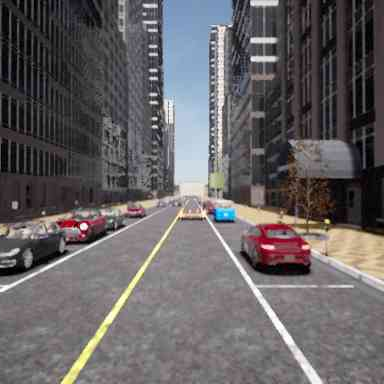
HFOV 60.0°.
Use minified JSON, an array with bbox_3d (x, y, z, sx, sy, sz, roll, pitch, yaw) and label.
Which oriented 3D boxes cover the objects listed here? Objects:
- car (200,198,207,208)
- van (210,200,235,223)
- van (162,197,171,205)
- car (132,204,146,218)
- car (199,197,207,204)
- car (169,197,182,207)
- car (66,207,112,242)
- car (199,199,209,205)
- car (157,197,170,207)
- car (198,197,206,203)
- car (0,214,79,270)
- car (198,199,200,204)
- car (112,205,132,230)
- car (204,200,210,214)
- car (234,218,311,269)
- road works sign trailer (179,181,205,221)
[{"bbox_3d":[2.703,2.113,56.797,1.802,1.307,4.206,0,-1,0],"label":"car"},{"bbox_3d":[2.696,1.613,28.338,1.690,1.788,3.998,0,-1,0],"label":"van"},{"bbox_3d":[-5.674,2.017,73.881,1.690,1.788,3.998,0,0,0],"label":"van"},{"bbox_3d":[-5.683,1.906,34.032,1.802,1.307,4.206,0,-1,0],"label":"car"},{"bbox_3d":[2.709,2.204,85.259,1.967,1.590,4.097,0,0,0],"label":"car"},{"bbox_3d":[-3.006,2.104,65.244,2.128,1.511,4.902,0,0,1],"label":"car"},{"bbox_3d":[-5.687,1.608,16.958,1.967,1.590,4.097,0,-1,0],"label":"car"},{"bbox_3d":[2.707,2.227,73.874,2.008,1.369,4.403,0,0,0],"label":"car"},{"bbox_3d":[-5.677,2.133,62.495,2.008,1.369,4.403,0,-1,0],"label":"car"},{"bbox_3d":[2.710,2.247,90.951,1.967,1.590,4.097,0,0,0],"label":"car"},{"bbox_3d":[-5.688,1.665,11.264,2.008,1.369,4.403,0,-1,0],"label":"car"},{"bbox_3d":[2.705,2.181,68.181,2.008,1.369,4.403,0,0,0],"label":"car"},{"bbox_3d":[-5.686,1.770,22.649,2.008,1.369,4.403,0,-1,0],"label":"car"},{"bbox_3d":[2.699,1.958,39.720,1.802,1.307,4.206,0,-1,0],"label":"car"},{"bbox_3d":[2.692,1.696,11.260,1.802,1.307,4.206,0,-1,0],"label":"car"},{"bbox_3d":[0.007,0.754,30.366,2.380,3.560,2.880,0,-1,0],"label":"road works sign trailer"}]
